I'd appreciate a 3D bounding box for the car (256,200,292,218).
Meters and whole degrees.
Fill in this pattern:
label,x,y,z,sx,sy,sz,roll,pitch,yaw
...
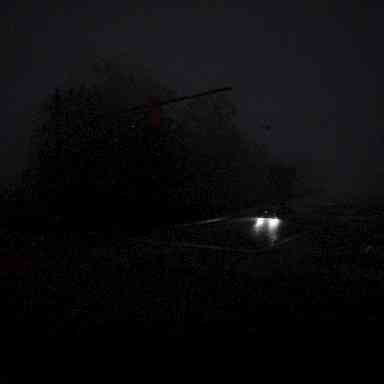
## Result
label,x,y,z,sx,sy,sz,roll,pitch,yaw
car,7.200,1.427,29.057,1.994,1.385,4.181,-1,1,34
